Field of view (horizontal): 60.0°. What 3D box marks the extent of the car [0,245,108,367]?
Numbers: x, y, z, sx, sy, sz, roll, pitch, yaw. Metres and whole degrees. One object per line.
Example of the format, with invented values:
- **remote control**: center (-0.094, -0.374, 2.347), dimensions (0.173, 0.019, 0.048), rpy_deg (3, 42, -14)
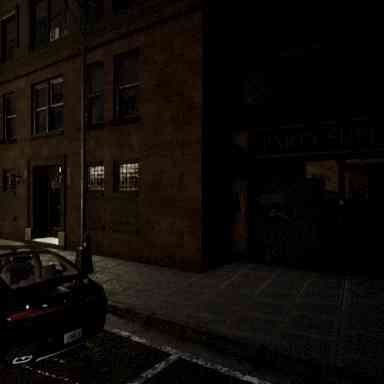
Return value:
- **car**: center (-3.248, 1.551, 5.410), dimensions (4.403, 1.369, 2.008), rpy_deg (0, 0, 36)
